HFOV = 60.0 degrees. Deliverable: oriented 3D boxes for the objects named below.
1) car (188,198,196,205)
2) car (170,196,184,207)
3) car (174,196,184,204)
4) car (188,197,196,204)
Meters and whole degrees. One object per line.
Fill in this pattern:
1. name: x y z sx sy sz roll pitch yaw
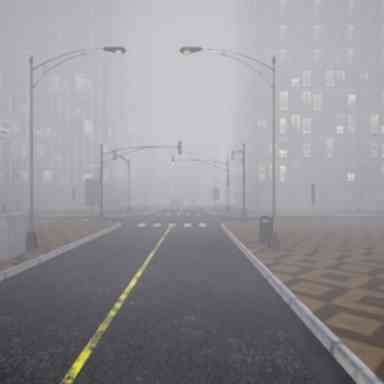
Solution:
1. car: 0.005 2.093 74.495 2.033 1.411 5.357 0 0 0
2. car: -3.028 1.929 61.821 1.882 1.535 5.008 0 0 1
3. car: -2.995 1.788 78.121 2.097 1.767 4.553 0 0 0
4. car: 0.005 2.153 84.913 2.128 1.511 4.902 0 0 0
